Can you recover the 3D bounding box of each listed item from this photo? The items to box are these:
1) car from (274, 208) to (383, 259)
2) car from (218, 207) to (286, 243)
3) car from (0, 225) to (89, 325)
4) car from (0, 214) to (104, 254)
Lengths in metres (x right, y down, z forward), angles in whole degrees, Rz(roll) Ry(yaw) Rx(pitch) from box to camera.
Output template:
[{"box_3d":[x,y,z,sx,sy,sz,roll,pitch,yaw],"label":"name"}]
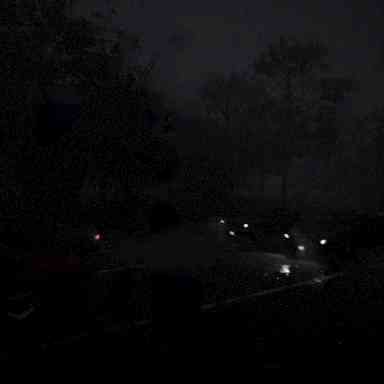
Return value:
[{"box_3d":[5.694,1.396,12.128,5.357,1.411,2.033,0,1,-34],"label":"car"},{"box_3d":[3.474,1.376,14.850,4.718,1.301,1.895,0,1,-34],"label":"car"},{"box_3d":[-4.335,1.451,5.262,4.718,1.301,1.895,0,1,-34],"label":"car"},{"box_3d":[-5.170,1.324,8.930,5.357,1.411,2.033,0,1,-34],"label":"car"}]
